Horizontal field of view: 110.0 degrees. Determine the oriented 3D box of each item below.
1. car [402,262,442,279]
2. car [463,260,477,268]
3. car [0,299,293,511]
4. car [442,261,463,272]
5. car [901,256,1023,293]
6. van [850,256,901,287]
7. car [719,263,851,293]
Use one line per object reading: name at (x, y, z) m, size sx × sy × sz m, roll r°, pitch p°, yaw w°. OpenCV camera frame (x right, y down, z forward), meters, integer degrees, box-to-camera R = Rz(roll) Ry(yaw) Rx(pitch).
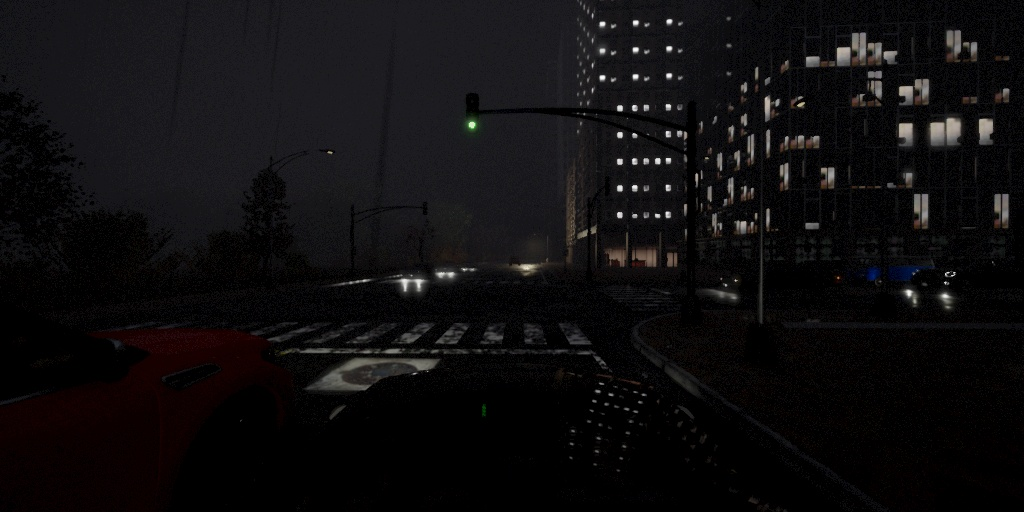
car at (-8.510, 1.306, 33.614) m, size 2.033 × 1.411 × 5.357 m, roll 0°, pitch 0°, yaw 4°
car at (-6.928, 1.341, 59.051) m, size 1.994 × 1.385 × 4.181 m, roll 0°, pitch 0°, yaw 4°
car at (-3.118, 0.971, 0.975) m, size 2.150 × 2.045 × 5.566 m, roll 0°, pitch 0°, yaw 0°
car at (-7.846, 1.329, 44.456) m, size 1.994 × 1.385 × 4.181 m, roll 0°, pitch 0°, yaw 3°
car at (23.432, 0.874, 18.255) m, size 4.553 × 1.767 × 2.097 m, roll 0°, pitch 0°, yaw 4°
van at (22.116, 0.865, 21.070) m, size 3.998 × 1.789 × 1.690 m, roll 0°, pitch 0°, yaw 4°
car at (14.041, 1.146, 18.912) m, size 5.357 × 1.411 × 2.033 m, roll 0°, pitch 0°, yaw 4°
